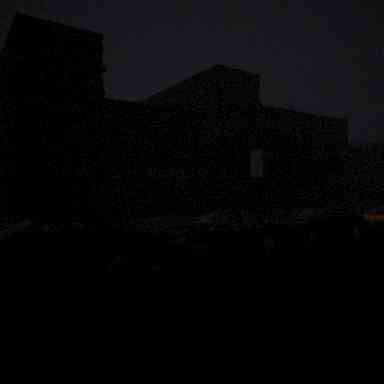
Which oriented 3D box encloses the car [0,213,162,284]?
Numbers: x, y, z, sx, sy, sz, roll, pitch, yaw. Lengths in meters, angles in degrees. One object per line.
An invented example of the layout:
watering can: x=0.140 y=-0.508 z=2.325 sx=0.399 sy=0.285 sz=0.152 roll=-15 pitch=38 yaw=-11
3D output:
car: x=-3.516 y=1.305 z=8.107 sx=5.008 sy=1.535 sz=2.097 roll=0 pitch=0 yaw=-33

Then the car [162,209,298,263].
car: x=0.996 y=1.359 z=11.325 sx=4.892 sy=1.521 sz=2.231 roll=0 pitch=0 yaw=-33

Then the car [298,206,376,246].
car: x=5.519 y=1.391 z=14.551 sx=5.008 sy=1.535 sz=2.097 roll=1 pitch=0 yaw=-33

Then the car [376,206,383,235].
car: x=10.710 y=1.413 z=18.263 sx=5.366 sy=1.575 sz=1.946 roll=0 pitch=0 yaw=-33
